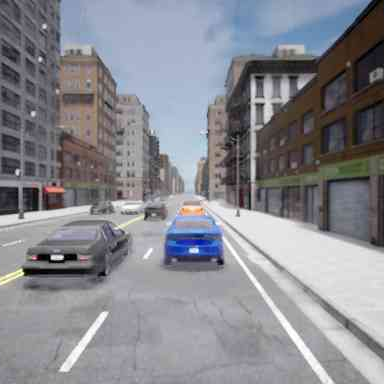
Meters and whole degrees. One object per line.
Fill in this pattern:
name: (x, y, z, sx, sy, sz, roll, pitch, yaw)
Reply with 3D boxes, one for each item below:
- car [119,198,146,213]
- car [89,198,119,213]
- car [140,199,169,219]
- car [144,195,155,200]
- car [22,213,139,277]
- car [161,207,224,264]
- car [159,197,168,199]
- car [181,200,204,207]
car: (-6.667, 1.735, 36.836, 1.812, 1.442, 4.674, 0, 0, 0)
car: (-9.916, 1.714, 36.931, 1.837, 1.490, 4.892, 0, 0, 0)
car: (-3.215, 1.676, 30.422, 1.837, 1.490, 4.892, 0, 0, 0)
car: (-9.904, 1.576, 77.796, 2.150, 2.045, 5.566, 0, 0, 0)
car: (-3.183, 1.605, 10.372, 2.033, 1.411, 5.357, 0, 0, 0)
car: (0.062, 1.545, 12.125, 1.882, 1.535, 5.008, 0, 0, 0)
car: (-6.655, 1.851, 77.831, 1.837, 1.490, 4.892, 0, 0, 0)
car: (0.034, 1.522, 30.068, 2.097, 1.767, 4.553, 0, 0, 0)
